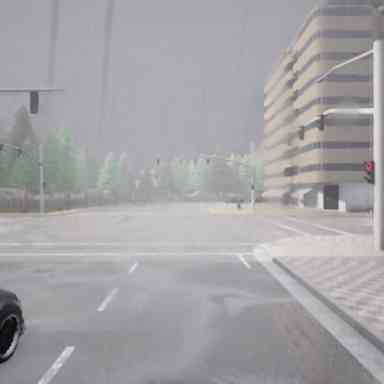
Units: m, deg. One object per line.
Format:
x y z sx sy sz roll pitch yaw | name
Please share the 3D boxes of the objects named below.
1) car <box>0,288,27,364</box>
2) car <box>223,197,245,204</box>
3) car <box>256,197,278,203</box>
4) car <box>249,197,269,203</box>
-3.442 1.578 3.223 1.994 1.385 4.181 0 0 0 | car
9.472 1.861 74.765 5.357 1.411 2.033 0 0 -37 | car
18.186 1.870 80.291 4.902 1.511 2.128 0 0 -23 | car
14.782 1.844 74.420 4.674 1.442 1.812 0 0 -34 | car
